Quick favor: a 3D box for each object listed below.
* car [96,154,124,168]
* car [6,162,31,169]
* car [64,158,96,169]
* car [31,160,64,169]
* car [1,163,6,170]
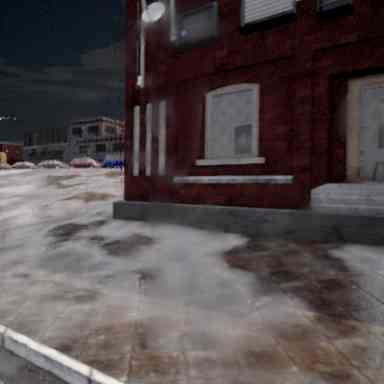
[{"bbox_3d":[-7.677,-3.345,38.295,5.566,2.045,2.435,2,1,25],"label":"car"},{"bbox_3d":[-22.690,-3.418,45.537,4.674,1.452,2.002,1,1,28],"label":"car"},{"bbox_3d":[-12.778,-3.362,40.635,4.553,1.767,2.185,1,1,26],"label":"car"},{"bbox_3d":[-17.858,-3.358,43.078,4.892,1.521,2.231,1,1,27],"label":"car"},{"bbox_3d":[-27.553,-3.529,48.144,4.792,1.488,2.163,1,1,29],"label":"car"}]
